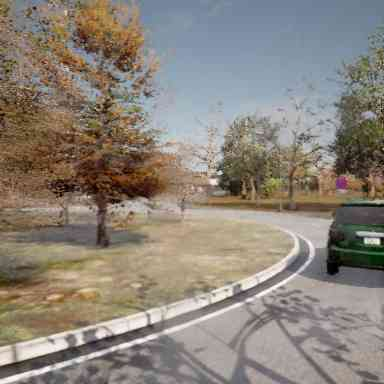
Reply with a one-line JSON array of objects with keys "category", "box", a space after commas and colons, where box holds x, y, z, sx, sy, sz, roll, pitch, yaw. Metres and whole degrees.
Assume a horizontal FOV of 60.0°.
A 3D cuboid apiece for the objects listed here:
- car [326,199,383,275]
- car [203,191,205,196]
[{"category": "car", "box": [5.420, 1.222, 10.046, 2.150, 2.045, 5.566, 1, 0, 28]}, {"category": "car", "box": [2.511, 0.390, 93.517, 2.128, 1.511, 4.902, 0, 1, 12]}]
